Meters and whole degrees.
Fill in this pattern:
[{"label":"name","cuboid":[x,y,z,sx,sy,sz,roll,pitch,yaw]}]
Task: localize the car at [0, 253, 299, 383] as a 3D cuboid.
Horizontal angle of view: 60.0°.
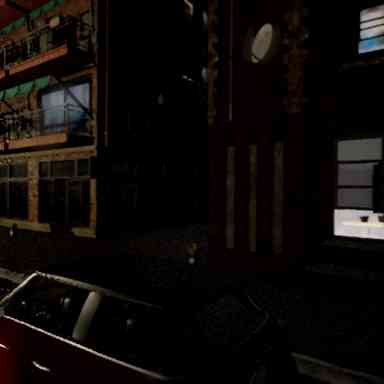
[{"label":"car","cuboid":[-1.076,1.422,3.634,4.097,1.590,1.967,0,1,36]}]
